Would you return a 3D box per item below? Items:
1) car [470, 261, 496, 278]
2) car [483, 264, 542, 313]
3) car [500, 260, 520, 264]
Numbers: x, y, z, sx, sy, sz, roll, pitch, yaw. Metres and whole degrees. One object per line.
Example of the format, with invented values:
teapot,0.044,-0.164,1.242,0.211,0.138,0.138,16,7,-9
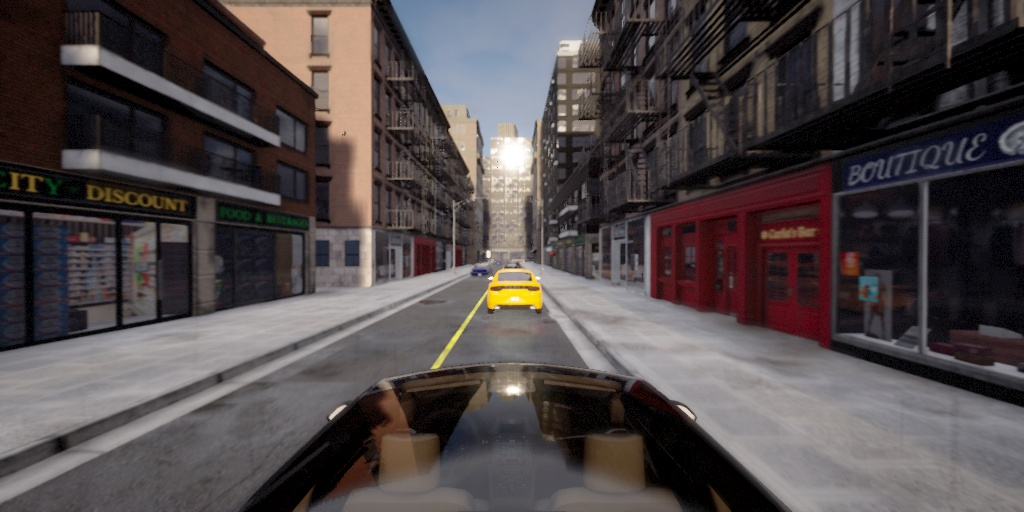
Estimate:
car,-2.858,1.366,34.028,1.895,1.301,4.718,0,0,0
car,0.096,1.234,13.999,1.882,1.535,5.008,0,0,0
car,0.089,1.291,34.276,1.812,1.442,4.674,0,0,0
